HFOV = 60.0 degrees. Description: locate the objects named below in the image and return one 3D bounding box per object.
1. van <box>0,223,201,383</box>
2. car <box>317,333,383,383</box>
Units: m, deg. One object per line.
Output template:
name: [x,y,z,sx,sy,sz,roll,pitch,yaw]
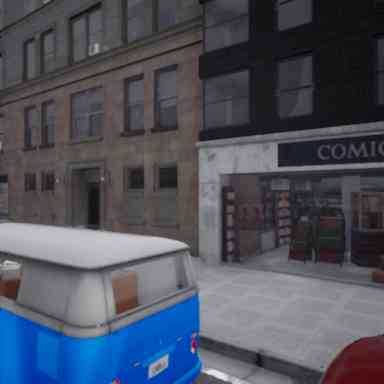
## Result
van: [-1.809,1.349,4.102,3.998,1.788,1.690,0,0,36]
car: [2.813,1.311,0.802,5.009,1.841,2.192,0,0,36]
